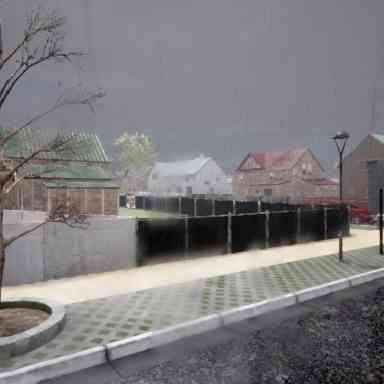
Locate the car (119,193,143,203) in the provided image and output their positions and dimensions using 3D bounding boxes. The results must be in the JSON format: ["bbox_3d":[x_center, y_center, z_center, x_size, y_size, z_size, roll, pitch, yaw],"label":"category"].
[{"bbox_3d":[-10.075,0.898,52.834,2.097,1.767,4.553,0,1,-34],"label":"car"}]

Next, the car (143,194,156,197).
[{"bbox_3d":[-7.085,1.061,53.505,2.033,1.411,5.357,0,1,-35],"label":"car"}]

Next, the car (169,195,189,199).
[{"bbox_3d":[-1.362,1.176,39.888,1.837,1.490,4.892,0,1,-34],"label":"car"}]

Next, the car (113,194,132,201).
[{"bbox_3d":[-12.996,1.001,62.175,1.895,1.301,4.718,0,1,-34],"label":"car"}]

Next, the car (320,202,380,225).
[{"bbox_3d":[10.242,1.410,22.742,1.812,1.442,4.674,0,1,-32],"label":"car"}]

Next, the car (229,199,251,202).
[{"bbox_3d":[4.521,1.328,31.248,2.033,1.411,5.357,0,1,-34],"label":"car"}]
